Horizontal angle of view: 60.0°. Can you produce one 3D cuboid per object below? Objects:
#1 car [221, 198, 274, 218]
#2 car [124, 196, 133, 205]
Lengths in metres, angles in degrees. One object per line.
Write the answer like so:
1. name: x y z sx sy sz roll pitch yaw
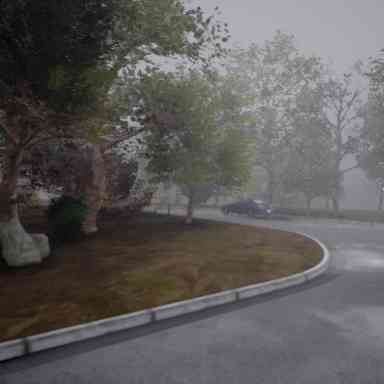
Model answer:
1. car: 4.323 1.180 26.355 1.812 1.442 4.674 1 0 -36
2. car: -8.240 0.875 38.345 4.892 1.490 1.837 1 -1 21
